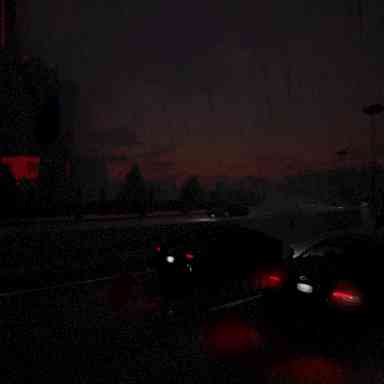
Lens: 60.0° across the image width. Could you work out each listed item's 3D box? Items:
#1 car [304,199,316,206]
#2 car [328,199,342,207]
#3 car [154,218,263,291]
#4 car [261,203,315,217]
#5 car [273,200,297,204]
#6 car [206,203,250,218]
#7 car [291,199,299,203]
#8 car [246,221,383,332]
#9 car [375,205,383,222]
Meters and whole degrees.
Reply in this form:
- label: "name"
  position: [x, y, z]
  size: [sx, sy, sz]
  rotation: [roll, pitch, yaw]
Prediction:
- label: "car"
  position: [24.909, 2.194, 70.295]
  size: [1.994, 1.385, 4.181]
  rotation: [0, -1, 12]
- label: "car"
  position: [26.823, 2.104, 62.495]
  size: [2.033, 1.411, 5.357]
  rotation: [0, -1, 15]
- label: "car"
  position: [1.027, 1.612, 9.310]
  size: [4.181, 1.385, 1.994]
  rotation: [0, 0, -39]
- label: "car"
  position: [7.480, 1.775, 25.665]
  size: [1.895, 1.301, 4.718]
  rotation: [0, -1, 40]
- label: "car"
  position: [8.289, 1.798, 32.330]
  size: [1.994, 1.385, 4.181]
  rotation: [0, -1, 37]
- label: "car"
  position: [3.551, 1.761, 31.793]
  size: [2.033, 1.411, 5.357]
  rotation: [0, -1, 39]
- label: "car"
  position: [21.115, 2.182, 68.969]
  size: [2.033, 1.411, 5.357]
  rotation: [0, -1, 12]
- label: "car"
  position: [3.714, 1.589, 6.901]
  size: [5.357, 1.411, 2.033]
  rotation: [0, 0, -40]
- label: "car"
  position: [13.690, 1.514, 21.988]
  size: [2.097, 1.767, 4.553]
  rotation: [0, -1, 40]
